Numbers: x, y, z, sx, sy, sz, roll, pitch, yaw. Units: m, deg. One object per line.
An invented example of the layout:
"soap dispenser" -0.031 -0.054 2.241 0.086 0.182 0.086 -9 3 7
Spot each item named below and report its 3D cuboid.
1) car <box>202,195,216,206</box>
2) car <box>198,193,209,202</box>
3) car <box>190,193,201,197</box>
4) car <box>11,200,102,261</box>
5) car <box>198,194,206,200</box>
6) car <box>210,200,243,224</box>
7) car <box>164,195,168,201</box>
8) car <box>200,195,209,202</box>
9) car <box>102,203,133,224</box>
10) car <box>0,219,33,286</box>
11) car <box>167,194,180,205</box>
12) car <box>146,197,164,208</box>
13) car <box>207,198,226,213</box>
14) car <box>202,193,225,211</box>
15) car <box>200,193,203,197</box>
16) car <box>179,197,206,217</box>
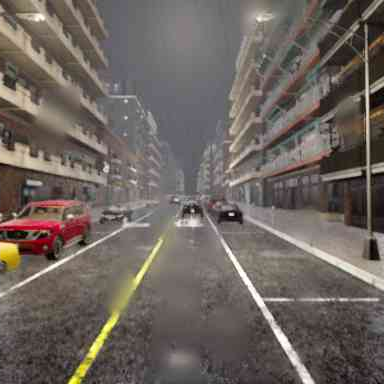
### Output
"car" 2.570 1.312 52.103 1.967 1.590 4.097 2 0 0
"car" 2.563 1.156 74.761 2.192 1.841 5.009 2 0 0
"car" -0.016 1.330 49.817 1.801 1.575 5.366 0 0 0
"car" -5.286 1.279 12.456 2.192 1.841 5.009 2 0 0
"car" 2.551 1.379 86.089 2.008 1.369 4.403 2 0 0
"car" 2.579 1.499 23.784 1.947 1.339 4.313 2 0 0
"car" -5.312 1.415 52.105 1.887 1.381 4.507 2 0 0
"car" 2.560 1.373 69.266 1.752 1.417 4.829 2 0 0
"car" -5.299 1.483 23.786 2.008 1.369 4.403 2 0 0
"car" -5.291 1.506 6.622 1.752 1.417 4.829 2 0 0
"car" -2.829 1.413 54.848 2.033 1.411 5.357 0 0 1
"car" -5.309 1.406 46.269 1.752 1.417 4.829 2 0 0
"car" 2.576 1.501 29.447 1.802 1.307 4.206 2 0 0
"car" 2.582 1.220 35.111 2.192 1.841 5.009 2 0 0
"car" 2.573 1.322 46.438 1.967 1.590 4.097 2 0 0
"car" 0.070 1.442 30.262 1.812 1.442 4.674 0 0 0
